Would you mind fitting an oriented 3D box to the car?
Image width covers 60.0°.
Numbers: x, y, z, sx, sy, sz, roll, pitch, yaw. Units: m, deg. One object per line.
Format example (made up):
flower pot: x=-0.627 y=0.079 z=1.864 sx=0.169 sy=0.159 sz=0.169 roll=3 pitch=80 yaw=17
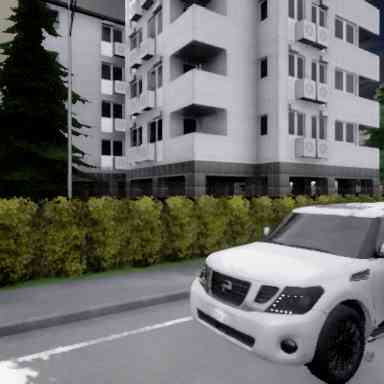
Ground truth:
car: x=2.678 y=1.223 z=5.718 sx=5.566 sy=2.045 sz=2.150 roll=0 pitch=0 yaw=-33
